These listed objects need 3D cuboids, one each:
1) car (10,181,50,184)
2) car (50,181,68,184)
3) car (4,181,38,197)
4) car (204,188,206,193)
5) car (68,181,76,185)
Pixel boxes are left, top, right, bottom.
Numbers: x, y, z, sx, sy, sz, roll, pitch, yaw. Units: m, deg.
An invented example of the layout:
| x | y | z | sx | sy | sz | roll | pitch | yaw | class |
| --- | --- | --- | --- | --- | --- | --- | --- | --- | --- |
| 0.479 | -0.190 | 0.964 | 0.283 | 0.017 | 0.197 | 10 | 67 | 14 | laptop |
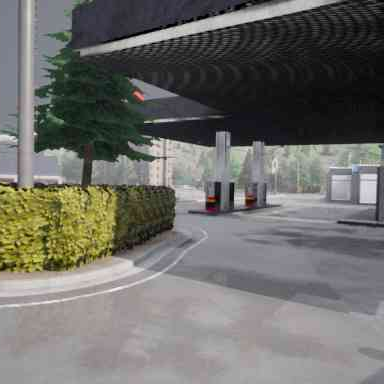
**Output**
| x | y | z | sx | sy | sz | roll | pitch | yaw | class |
| --- | --- | --- | --- | --- | --- | --- | --- | --- | --- |
| -17.253 | -0.164 | 35.204 | 3.866 | 1.878 | 1.905 | 2 | 2 | 35 | car |
| -26.816 | -1.231 | 65.444 | 3.866 | 1.878 | 1.905 | 2 | 2 | 35 | car |
| -21.789 | -0.446 | 42.419 | 4.605 | 1.855 | 1.932 | 2 | 2 | 35 | car |
| 4.847 | -0.304 | 65.607 | 5.027 | 1.636 | 2.152 | 2 | 2 | 35 | car |
| -25.480 | -1.257 | 68.057 | 4.605 | 1.855 | 1.932 | 2 | 2 | 35 | car |
